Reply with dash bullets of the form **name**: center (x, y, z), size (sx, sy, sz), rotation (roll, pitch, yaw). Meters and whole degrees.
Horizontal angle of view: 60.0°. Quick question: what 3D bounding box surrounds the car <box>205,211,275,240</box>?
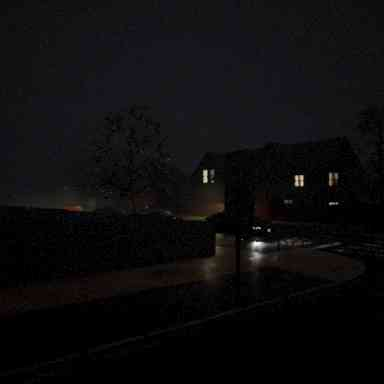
- **car**: center (2.695, 1.871, 19.720), size (1.837, 1.490, 4.892), rotation (-1, -1, -36)

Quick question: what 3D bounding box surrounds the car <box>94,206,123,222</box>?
- **car**: center (-9.180, 2.328, 36.343), size (1.882, 1.535, 5.008), rotation (-1, -1, -36)

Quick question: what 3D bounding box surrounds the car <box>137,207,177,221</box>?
- **car**: center (-3.184, 2.207, 27.948), size (1.895, 1.301, 4.718), rotation (-1, -1, -36)

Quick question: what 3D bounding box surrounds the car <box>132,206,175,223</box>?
- **car**: center (-4.085, 2.253, 34.281), size (2.033, 1.411, 5.357), rotation (-1, -1, -36)

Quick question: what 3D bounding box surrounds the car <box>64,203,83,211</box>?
- **car**: center (-20.329, 2.726, 57.003), size (2.097, 1.767, 4.553), rotation (-1, 0, -36)
